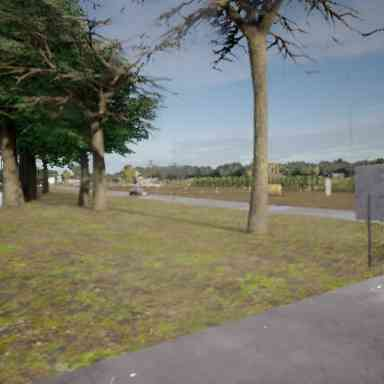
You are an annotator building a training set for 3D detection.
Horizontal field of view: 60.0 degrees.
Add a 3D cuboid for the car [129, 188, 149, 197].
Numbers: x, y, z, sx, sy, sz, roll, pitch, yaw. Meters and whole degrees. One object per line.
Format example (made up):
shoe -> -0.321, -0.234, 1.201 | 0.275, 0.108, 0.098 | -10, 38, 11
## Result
car -> -9.125, -0.007, 56.697 | 1.812, 1.442, 4.674 | -2, 3, -36
